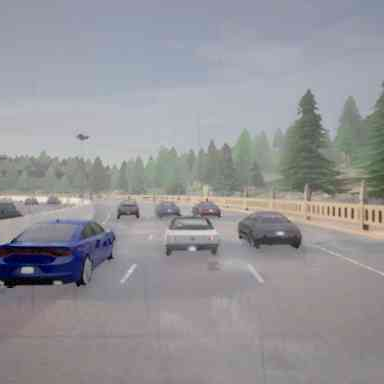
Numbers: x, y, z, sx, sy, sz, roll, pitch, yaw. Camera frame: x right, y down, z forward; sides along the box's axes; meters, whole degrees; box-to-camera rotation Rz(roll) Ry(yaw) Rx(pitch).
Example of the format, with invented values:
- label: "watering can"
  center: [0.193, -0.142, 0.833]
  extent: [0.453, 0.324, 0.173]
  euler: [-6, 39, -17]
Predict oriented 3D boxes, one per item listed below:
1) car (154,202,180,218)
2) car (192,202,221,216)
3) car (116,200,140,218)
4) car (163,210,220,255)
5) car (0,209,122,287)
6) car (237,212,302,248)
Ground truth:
- label: "car"
  center: [-2.325, 1.567, 30.505]
  extent: [1.994, 1.385, 4.181]
  euler: [0, 0, -11]
- label: "car"
  center: [1.241, 1.567, 30.539]
  extent: [1.994, 1.385, 4.181]
  euler: [0, 0, -11]
- label: "car"
  center: [-5.752, 1.495, 29.910]
  extent: [2.128, 1.511, 4.902]
  euler: [0, 0, -12]
- label: "car"
  center: [-0.097, 1.602, 13.344]
  extent: [1.895, 1.301, 4.718]
  euler: [0, 0, -3]
- label: "car"
  center: [-3.474, 1.479, 9.401]
  extent: [1.882, 1.535, 5.008]
  euler: [0, 0, -1]
- label: "car"
  center: [3.286, 1.565, 14.833]
  extent: [1.994, 1.385, 4.181]
  euler: [0, 0, -3]
